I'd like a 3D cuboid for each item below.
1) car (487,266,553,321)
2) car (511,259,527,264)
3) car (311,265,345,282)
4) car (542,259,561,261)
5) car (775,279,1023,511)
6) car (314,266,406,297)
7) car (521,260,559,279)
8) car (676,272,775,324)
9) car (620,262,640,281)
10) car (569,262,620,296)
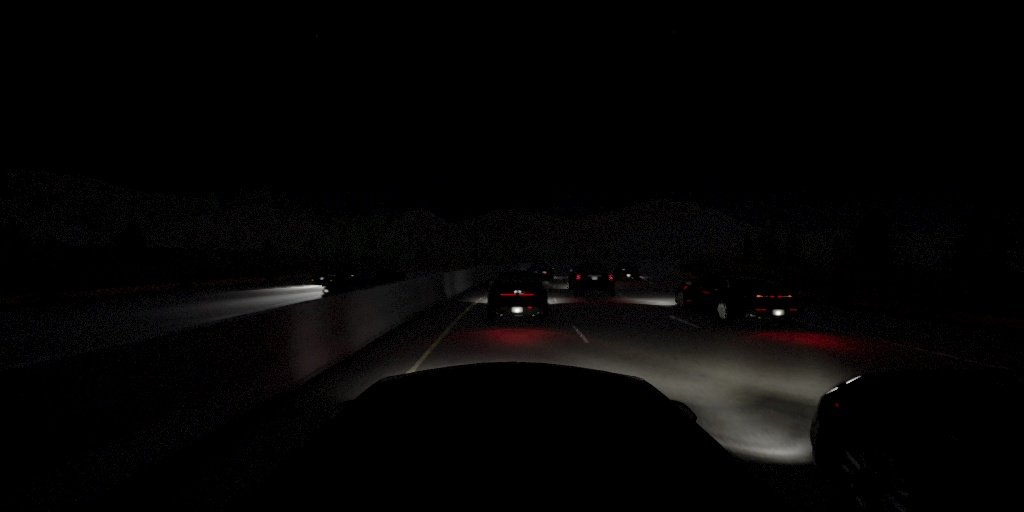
[{"bbox_3d":[0.238,1.266,12.454,1.837,1.490,4.892,0,0,2],"label":"car"},{"bbox_3d":[1.468,1.327,65.479,1.837,1.490,4.892,0,0,31],"label":"car"},{"bbox_3d":[-12.620,1.341,26.345,1.994,1.385,4.181,0,0,9],"label":"car"},{"bbox_3d":[7.598,1.292,62.125,1.882,1.535,5.008,0,0,31],"label":"car"},{"bbox_3d":[3.599,1.101,1.169,2.097,1.767,4.553,0,0,0],"label":"car"},{"bbox_3d":[-6.719,1.315,17.094,2.033,1.411,5.357,0,0,4],"label":"car"},{"bbox_3d":[2.491,1.329,30.508,2.033,1.411,5.357,0,0,13],"label":"car"},{"bbox_3d":[7.222,1.266,12.025,1.837,1.490,4.892,0,0,2],"label":"car"},{"bbox_3d":[9.796,1.286,30.783,1.837,1.490,4.892,0,0,13],"label":"car"},{"bbox_3d":[4.286,1.122,19.744,2.097,1.767,4.553,0,0,6],"label":"car"}]
